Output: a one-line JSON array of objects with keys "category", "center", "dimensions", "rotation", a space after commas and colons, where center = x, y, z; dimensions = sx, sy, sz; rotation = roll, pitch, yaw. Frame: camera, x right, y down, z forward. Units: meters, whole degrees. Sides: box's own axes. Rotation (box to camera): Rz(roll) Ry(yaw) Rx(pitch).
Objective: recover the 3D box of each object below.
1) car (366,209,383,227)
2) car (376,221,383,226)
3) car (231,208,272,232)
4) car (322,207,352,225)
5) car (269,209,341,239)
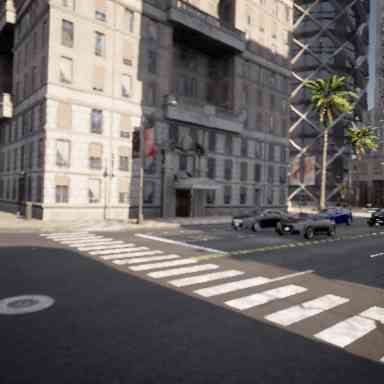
[{"category": "car", "center": [16.867, 2.373, 28.637], "dimensions": [4.718, 1.301, 1.895], "rotation": [2, -1, -40]}, {"category": "car", "center": [9.418, 1.948, 12.911], "dimensions": [5.357, 1.411, 2.033], "rotation": [2, -1, -40]}, {"category": "car", "center": [4.750, 1.860, 22.921], "dimensions": [4.902, 1.511, 2.128], "rotation": [2, -1, -41]}, {"category": "car", "center": [12.307, 2.127, 29.364], "dimensions": [5.008, 1.535, 1.882], "rotation": [2, -1, -40]}, {"category": "car", "center": [6.910, 1.966, 20.166], "dimensions": [4.181, 1.385, 1.994], "rotation": [2, -1, -41]}]
